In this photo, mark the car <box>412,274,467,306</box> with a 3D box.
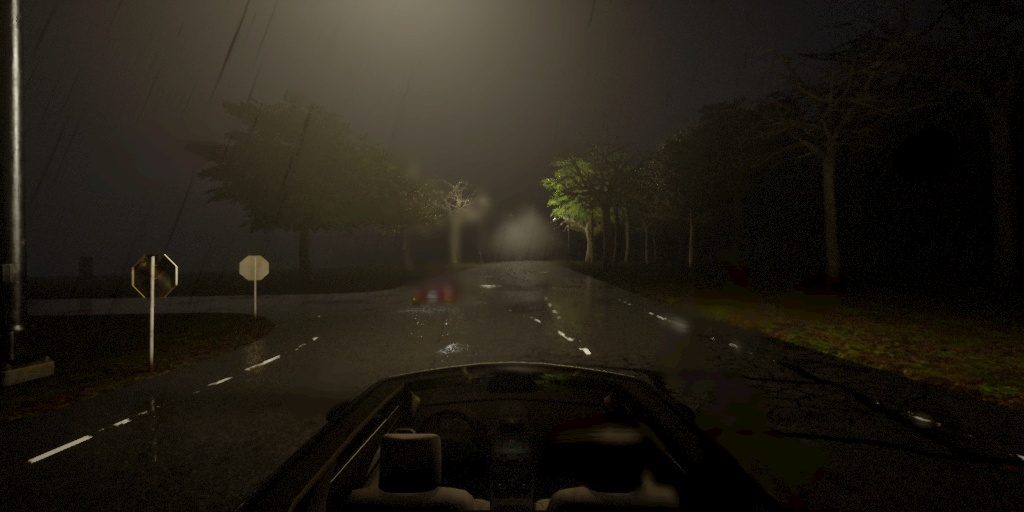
[{"bbox_3d":[-3.445,1.603,17.629,1.994,1.385,4.181,-1,-1,1],"label":"car"}]
